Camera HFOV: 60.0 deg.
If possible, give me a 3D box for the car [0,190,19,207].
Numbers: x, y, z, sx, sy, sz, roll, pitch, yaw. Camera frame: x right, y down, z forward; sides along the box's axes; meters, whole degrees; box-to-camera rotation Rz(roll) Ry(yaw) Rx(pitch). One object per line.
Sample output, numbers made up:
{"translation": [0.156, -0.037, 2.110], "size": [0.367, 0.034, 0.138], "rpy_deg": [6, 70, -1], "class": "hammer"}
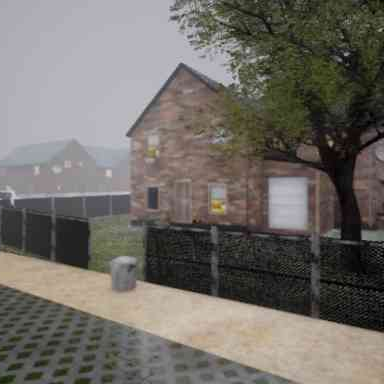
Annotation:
{"translation": [-15.454, 0.936, 24.186], "size": [2.150, 2.045, 5.566], "rpy_deg": [0, 1, 33], "class": "car"}
